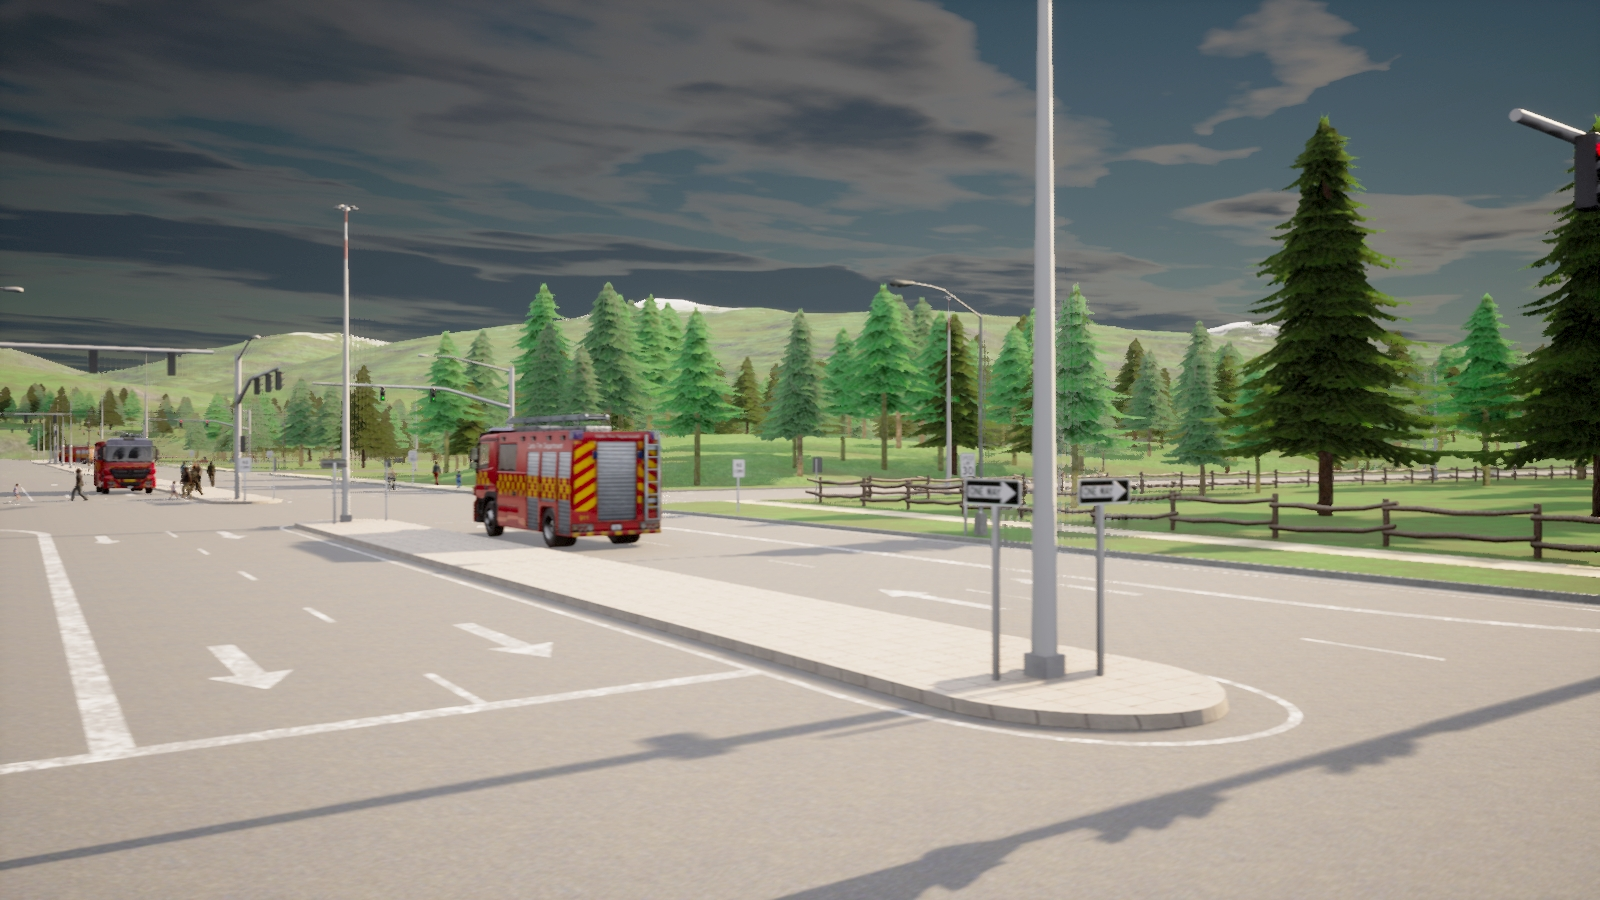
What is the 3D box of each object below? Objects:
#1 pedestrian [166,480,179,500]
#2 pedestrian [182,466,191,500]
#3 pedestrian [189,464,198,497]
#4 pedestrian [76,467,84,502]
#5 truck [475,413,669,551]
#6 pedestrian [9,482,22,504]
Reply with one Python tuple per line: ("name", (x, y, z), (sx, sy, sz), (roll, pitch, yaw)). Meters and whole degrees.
("pedestrian", (-35.048, 2.229, 63.834), (0.500, 1.100, 0.500), (0, 0, -43))
("pedestrian", (-34.204, 1.849, 63.709), (0.375, 1.860, 0.375), (0, 0, -40))
("pedestrian", (-34.230, 1.702, 64.508), (0.375, 1.860, 0.375), (0, 0, -42))
("pedestrian", (-38.974, 1.857, 61.835), (0.375, 1.860, 0.375), (0, 0, -34))
("truck", (-7.418, 0.891, 36.037), (2.891, 3.827, 8.468), (0, 0, -34))
("pedestrian", (-40.762, 2.229, 59.348), (0.500, 1.100, 0.500), (0, 0, -39))
